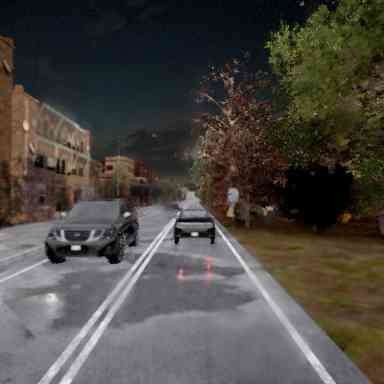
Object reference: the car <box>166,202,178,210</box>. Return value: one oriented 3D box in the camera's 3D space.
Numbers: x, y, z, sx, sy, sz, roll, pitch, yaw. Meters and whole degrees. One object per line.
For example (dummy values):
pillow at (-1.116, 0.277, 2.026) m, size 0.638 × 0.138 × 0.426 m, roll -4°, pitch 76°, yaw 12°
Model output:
car at (-3.139, 2.248, 54.691) m, size 1.895 × 1.301 × 4.718 m, roll 0°, pitch -1°, yaw 1°

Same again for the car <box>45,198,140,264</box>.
car at (-3.337, 1.265, 12.327) m, size 2.150 × 2.045 × 5.566 m, roll 0°, pitch 0°, yaw 0°

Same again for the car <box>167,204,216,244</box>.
car at (0.120, 1.564, 16.299) m, size 2.128 × 1.511 × 4.902 m, roll 0°, pitch 0°, yaw 0°
